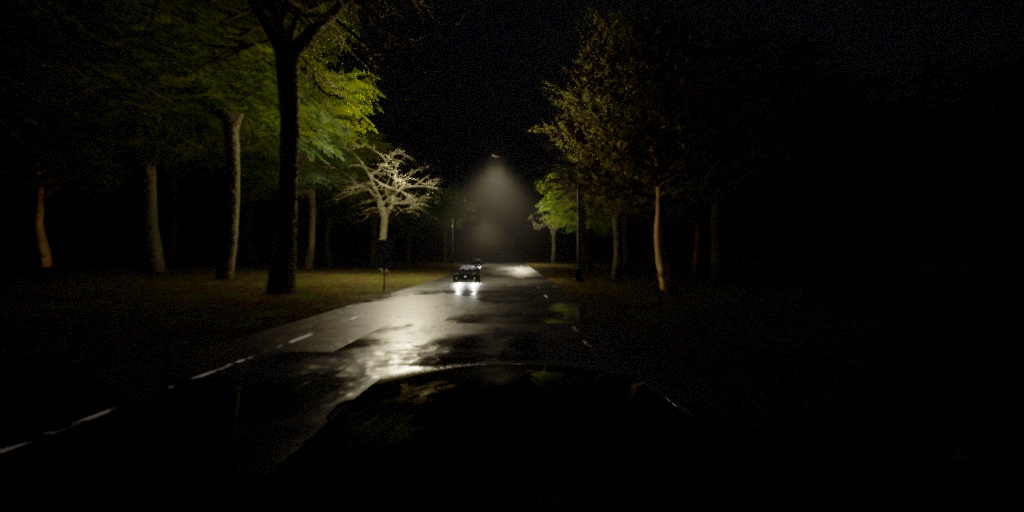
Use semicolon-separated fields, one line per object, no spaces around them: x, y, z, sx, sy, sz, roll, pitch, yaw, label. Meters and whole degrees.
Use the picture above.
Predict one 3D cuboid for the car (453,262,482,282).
-3.643;1.413;29.849;1.994;1.385;4.181;0;0;-1;car
